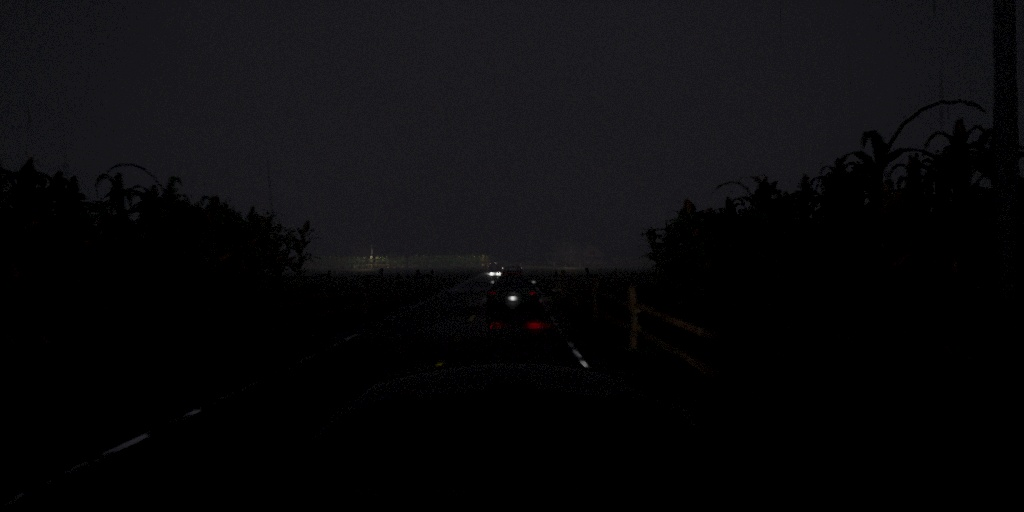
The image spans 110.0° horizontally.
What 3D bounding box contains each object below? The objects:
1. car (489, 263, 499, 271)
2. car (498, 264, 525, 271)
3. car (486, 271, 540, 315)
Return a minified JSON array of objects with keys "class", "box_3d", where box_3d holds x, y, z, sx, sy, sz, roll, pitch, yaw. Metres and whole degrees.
[{"class":"car","box_3d":[-2.799,1.971,60.035,2.128,1.511,4.902,0,-1,0]},{"class":"car","box_3d":[0.055,1.574,30.437,1.882,1.535,5.008,0,0,0]},{"class":"car","box_3d":[0.049,1.465,14.451,1.994,1.385,4.181,0,-1,0]}]
